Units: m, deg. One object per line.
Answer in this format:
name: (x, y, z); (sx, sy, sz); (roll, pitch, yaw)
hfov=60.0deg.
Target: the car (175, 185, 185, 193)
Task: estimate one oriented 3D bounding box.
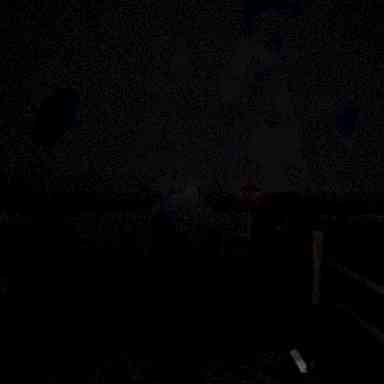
car: (-2.688, -0.663, 72.709); (2.097, 1.767, 4.553); (0, 1, 0)
